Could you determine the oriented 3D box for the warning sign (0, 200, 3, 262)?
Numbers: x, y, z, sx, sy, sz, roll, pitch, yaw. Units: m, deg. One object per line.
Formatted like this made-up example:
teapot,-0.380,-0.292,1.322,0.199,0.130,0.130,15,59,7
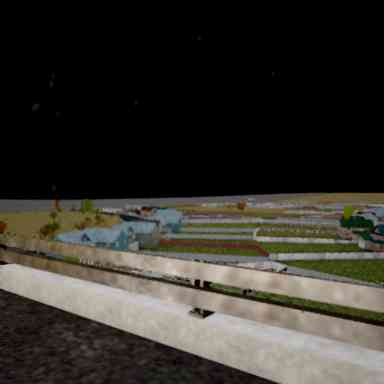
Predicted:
warning sign,-6.507,1.169,9.811,1.060,1.860,1.300,0,0,36
